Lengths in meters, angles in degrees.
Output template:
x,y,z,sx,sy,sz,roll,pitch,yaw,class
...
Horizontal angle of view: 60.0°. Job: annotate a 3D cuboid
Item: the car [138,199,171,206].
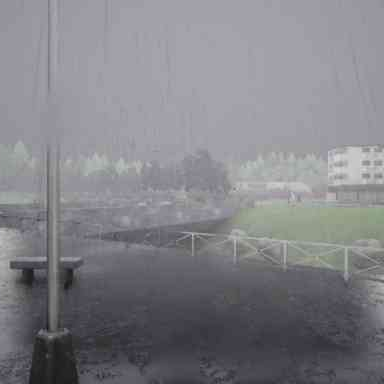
x,y,z,sx,sy,sz,roll,pitch,yaw,class
-4.766,1.601,43.581,1.895,1.301,4.718,0,0,36,car
